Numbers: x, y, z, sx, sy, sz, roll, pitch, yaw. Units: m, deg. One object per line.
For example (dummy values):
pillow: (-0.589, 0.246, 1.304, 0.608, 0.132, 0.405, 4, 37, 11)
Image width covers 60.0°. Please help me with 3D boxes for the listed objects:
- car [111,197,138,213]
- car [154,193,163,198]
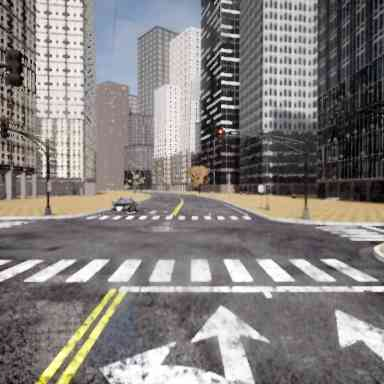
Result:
car: (-6.515, 1.272, 32.379, 2.128, 1.511, 4.902, 0, 1, 0)
car: (-6.775, 0.768, 67.535, 1.812, 1.442, 4.674, 0, 1, -2)
